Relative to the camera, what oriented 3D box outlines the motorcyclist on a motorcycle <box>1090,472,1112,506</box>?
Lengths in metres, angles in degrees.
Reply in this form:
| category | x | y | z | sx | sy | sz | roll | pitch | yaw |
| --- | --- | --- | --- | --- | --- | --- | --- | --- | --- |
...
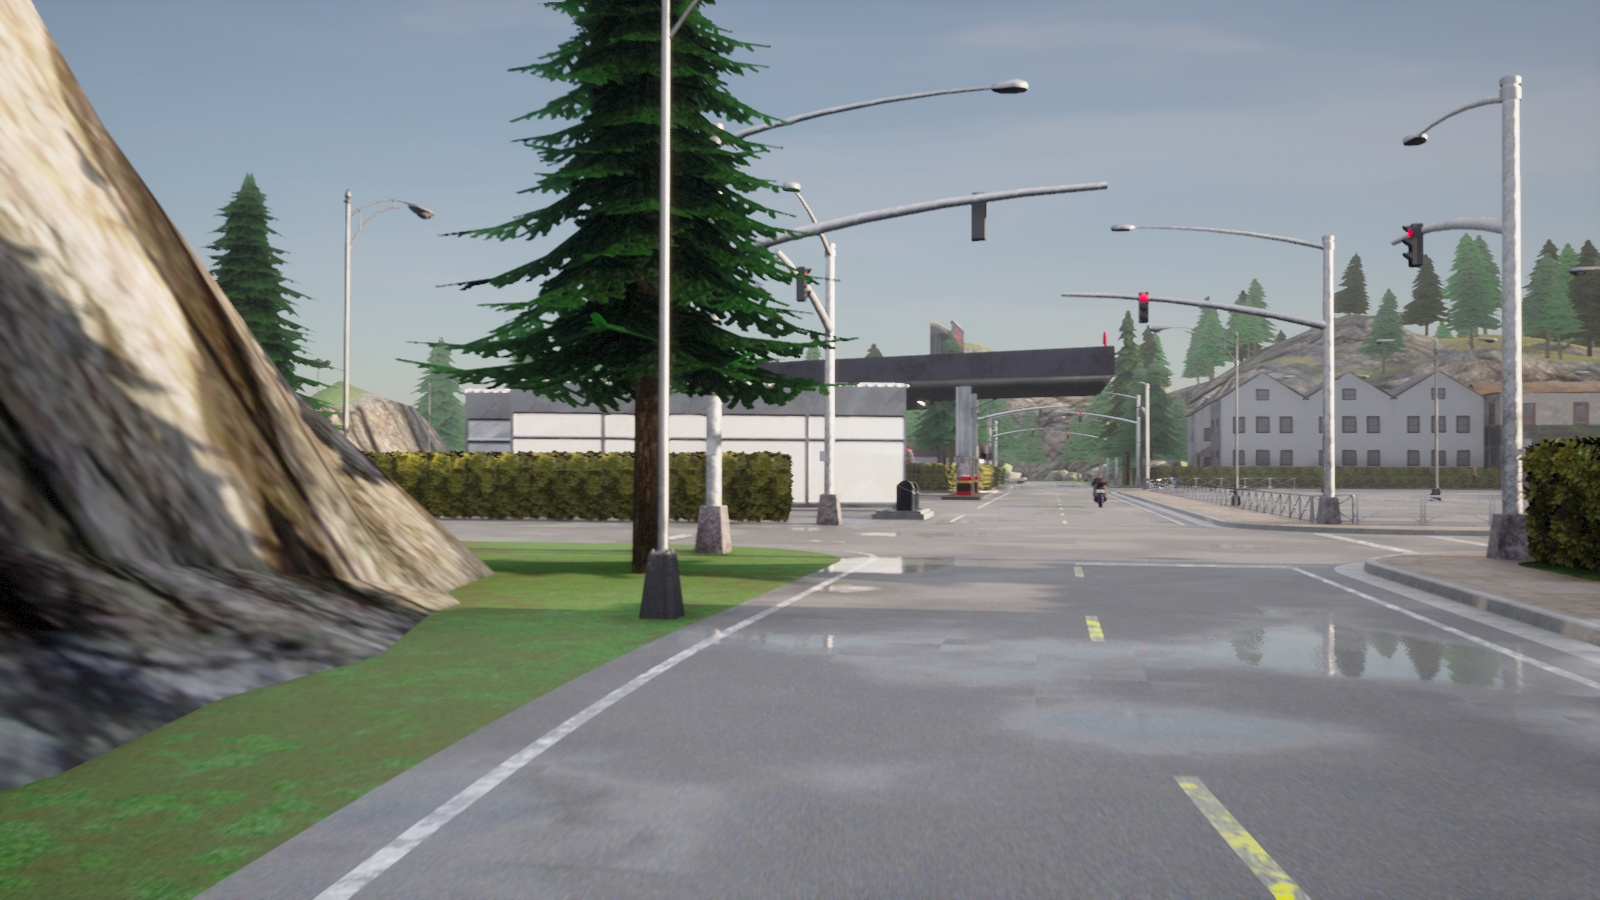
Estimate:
| category | x | y | z | sx | sy | sz | roll | pitch | yaw |
| --- | --- | --- | --- | --- | --- | --- | --- | --- | --- |
| motorcyclist on a motorcycle | 13.584 | 1.751 | 56.706 | 0.866 | 1.530 | 2.191 | 0 | -1 | 11 |
